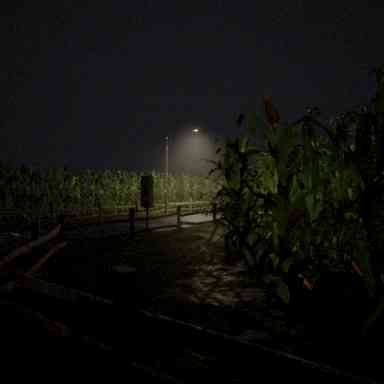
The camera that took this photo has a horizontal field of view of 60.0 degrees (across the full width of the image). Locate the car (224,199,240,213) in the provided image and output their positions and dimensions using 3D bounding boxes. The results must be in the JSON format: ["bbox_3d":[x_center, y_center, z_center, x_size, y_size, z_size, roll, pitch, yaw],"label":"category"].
[{"bbox_3d":[4.672,1.343,30.417,1.837,1.490,4.892,0,0,36],"label":"car"}]
